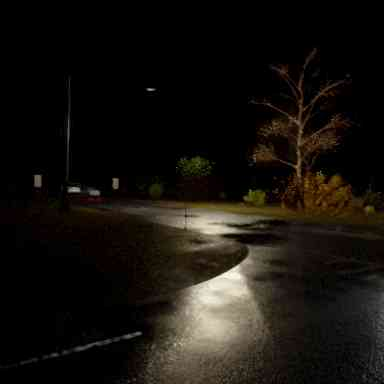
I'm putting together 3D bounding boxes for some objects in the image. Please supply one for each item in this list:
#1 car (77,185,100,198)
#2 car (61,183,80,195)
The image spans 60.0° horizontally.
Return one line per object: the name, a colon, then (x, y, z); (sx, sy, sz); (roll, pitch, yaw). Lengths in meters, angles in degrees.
car: (-15.076, 0.093, 49.224); (1.812, 1.442, 4.674); (1, 1, -35)
car: (-20.845, -0.517, 57.424); (2.150, 2.045, 5.566); (1, 1, -35)
